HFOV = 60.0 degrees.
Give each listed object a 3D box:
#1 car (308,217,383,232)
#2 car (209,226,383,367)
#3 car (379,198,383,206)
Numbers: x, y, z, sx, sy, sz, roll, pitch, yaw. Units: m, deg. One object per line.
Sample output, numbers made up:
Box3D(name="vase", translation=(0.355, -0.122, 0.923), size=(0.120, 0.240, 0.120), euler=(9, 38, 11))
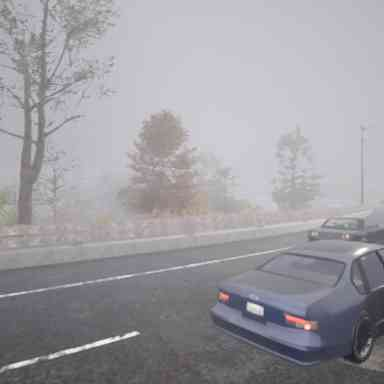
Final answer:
Box3D(name="car", translation=(6.966, 1.730, 14.366), size=(4.718, 1.301, 1.895), euler=(1, -1, -43))
Box3D(name="car", translation=(2.764, 1.601, 5.972), size=(5.357, 1.411, 2.033), euler=(1, -1, -40))
Box3D(name="car", translation=(36.083, 1.883, 61.403), size=(1.837, 1.490, 4.892), euler=(0, 0, 14))
